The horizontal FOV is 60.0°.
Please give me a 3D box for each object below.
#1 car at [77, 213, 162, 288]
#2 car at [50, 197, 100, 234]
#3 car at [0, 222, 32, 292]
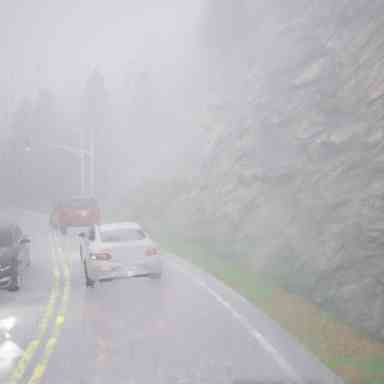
[{"bbox_3d":[-2.145,1.534,9.421,1.812,1.442,4.674,-2,0,-20],"label":"car"},{"bbox_3d":[-7.259,1.342,20.501,2.150,2.045,5.566,-2,0,-30],"label":"car"},{"bbox_3d":[-5.426,1.615,8.819,1.837,1.490,4.892,-2,-1,-22],"label":"car"}]
